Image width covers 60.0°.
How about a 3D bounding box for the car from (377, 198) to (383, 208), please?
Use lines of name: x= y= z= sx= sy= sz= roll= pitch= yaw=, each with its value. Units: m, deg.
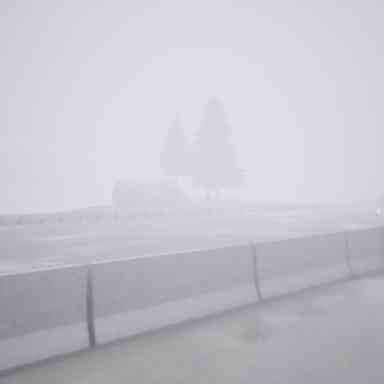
car: x=26.671 y=1.184 z=44.460 sx=4.553 sy=1.767 sz=2.097 roll=0 pitch=0 yaw=-35
